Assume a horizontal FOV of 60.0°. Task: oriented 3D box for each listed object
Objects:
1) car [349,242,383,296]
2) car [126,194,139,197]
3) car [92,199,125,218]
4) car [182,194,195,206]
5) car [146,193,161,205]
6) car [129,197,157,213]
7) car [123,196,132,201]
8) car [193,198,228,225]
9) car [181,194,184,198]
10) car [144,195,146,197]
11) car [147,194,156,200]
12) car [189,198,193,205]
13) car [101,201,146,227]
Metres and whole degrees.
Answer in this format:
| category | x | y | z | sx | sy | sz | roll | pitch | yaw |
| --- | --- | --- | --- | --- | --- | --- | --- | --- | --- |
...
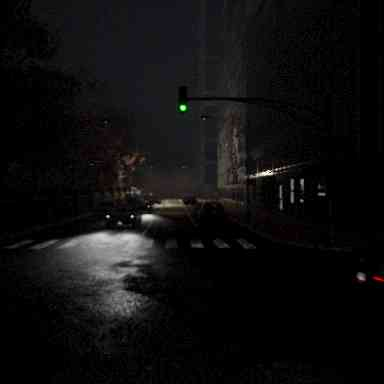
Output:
| category | x | y | z | sx | sy | sz | roll | pitch | yaw |
| --- | --- | --- | --- | --- | --- | --- | --- | --- | --- |
| car | 5.685 | 1.517 | 6.750 | 4.674 | 1.442 | 1.812 | 0 | 0 | -2 |
| car | -8.237 | 1.154 | 45.668 | 2.192 | 1.841 | 5.009 | 1 | 0 | -3 |
| car | -7.333 | 1.432 | 28.643 | 1.887 | 1.381 | 4.507 | 1 | 0 | -3 |
| car | -0.172 | 1.434 | 51.784 | 1.947 | 1.339 | 4.313 | 1 | 0 | -3 |
| car | -6.006 | 1.305 | 53.833 | 1.882 | 1.535 | 5.008 | 0 | 0 | -3 |
| car | -5.065 | 1.487 | 34.722 | 1.895 | 1.301 | 4.718 | 0 | 0 | -3 |
| car | -7.635 | 1.423 | 34.318 | 2.008 | 1.369 | 4.403 | 1 | 0 | -3 |
| car | 1.339 | 1.390 | 23.419 | 1.967 | 1.590 | 4.097 | 1 | 0 | -3 |
| car | -0.473 | 1.288 | 57.457 | 1.967 | 1.590 | 4.097 | 1 | 0 | -3 |
| car | -8.542 | 1.403 | 51.342 | 1.802 | 1.307 | 4.206 | 1 | 0 | -3 |
| car | -10.354 | 1.258 | 85.394 | 1.802 | 1.307 | 4.206 | 1 | 0 | -3 |
| car | 1.036 | 1.501 | 29.092 | 1.947 | 1.339 | 4.313 | 1 | 0 | -3 |
| car | -4.382 | 1.522 | 21.891 | 1.895 | 1.301 | 4.718 | 0 | 0 | -3 |
